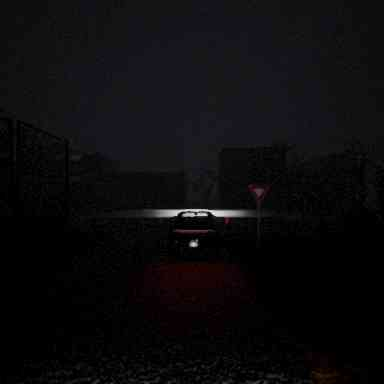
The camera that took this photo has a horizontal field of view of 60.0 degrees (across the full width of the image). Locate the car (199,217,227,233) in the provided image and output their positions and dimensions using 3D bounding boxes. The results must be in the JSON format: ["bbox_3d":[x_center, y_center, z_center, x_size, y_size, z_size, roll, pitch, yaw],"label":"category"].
[{"bbox_3d":[2.756,4.385,44.906,2.185,1.767,4.553,0,0,-18],"label":"car"}]

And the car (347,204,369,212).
[{"bbox_3d":[41.679,3.961,83.407,4.553,1.767,2.185,-1,1,-17],"label":"car"}]

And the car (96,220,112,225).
[{"bbox_3d":[-12.019,4.508,45.338,2.097,1.535,5.008,0,0,-18],"label":"car"}]

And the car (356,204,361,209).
[{"bbox_3d":[41.262,4.023,77.405,4.553,1.767,2.185,-1,0,-17],"label":"car"}]

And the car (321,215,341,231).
[{"bbox_3d":[17.566,4.258,44.392,2.435,2.045,5.566,0,0,-18],"label":"car"}]

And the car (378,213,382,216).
[{"bbox_3d":[26.406,4.256,44.160,2.435,2.045,5.566,0,0,-18],"label":"car"}]

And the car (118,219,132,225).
[{"bbox_3d":[-9.132,4.506,45.418,1.946,1.575,5.366,0,0,-18],"label":"car"}]

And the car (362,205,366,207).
[{"bbox_3d":[41.130,4.179,74.406,5.008,1.535,2.097,-1,1,-17],"label":"car"}]

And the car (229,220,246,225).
[{"bbox_3d":[5.728,4.511,44.784,2.231,1.521,4.892,0,0,-18],"label":"car"}]

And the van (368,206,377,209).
[{"bbox_3d":[40.837,3.987,71.370,4.442,1.987,1.878,-1,1,-17],"label":"van"}]

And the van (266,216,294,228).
[{"bbox_3d":[11.596,4.284,44.711,1.878,1.987,4.442,0,0,-18],"label":"van"}]

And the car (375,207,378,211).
[{"bbox_3d":[40.775,4.283,68.414,4.674,1.452,2.002,-1,0,-17],"label":"car"}]

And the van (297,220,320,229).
[{"bbox_3d":[14.554,4.284,44.618,1.878,1.987,4.442,0,0,-18],"label":"van"}]

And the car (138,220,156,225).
[{"bbox_3d":[-6.093,4.539,45.130,2.163,1.488,4.792,0,0,-18],"label":"car"}]

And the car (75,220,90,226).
[{"bbox_3d":[-15.046,4.506,45.603,1.946,1.575,5.366,0,0,-18],"label":"car"}]

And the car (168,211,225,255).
[{"bbox_3d":[0.166,1.503,13.297,2.128,1.511,4.902,0,0,3],"label":"car"}]

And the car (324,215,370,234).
[{"bbox_3d":[20.524,4.257,44.298,2.435,2.045,5.566,0,0,-18],"label":"car"}]

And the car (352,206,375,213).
[{"bbox_3d":[41.470,4.158,80.407,4.674,1.452,2.002,-1,0,-17],"label":"car"}]
